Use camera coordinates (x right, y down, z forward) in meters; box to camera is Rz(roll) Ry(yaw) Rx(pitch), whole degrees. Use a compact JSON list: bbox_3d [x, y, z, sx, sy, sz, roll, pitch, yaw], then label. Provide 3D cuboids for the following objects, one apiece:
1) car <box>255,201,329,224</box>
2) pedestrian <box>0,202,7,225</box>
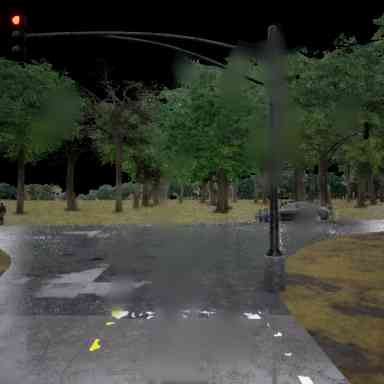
[{"bbox_3d":[6.845,1.436,22.975,4.892,1.490,1.837,0,-2,0],"label":"car"},{"bbox_3d":[-15.235,1.718,26.785,0.375,1.860,0.375,0,-1,0],"label":"pedestrian"}]
